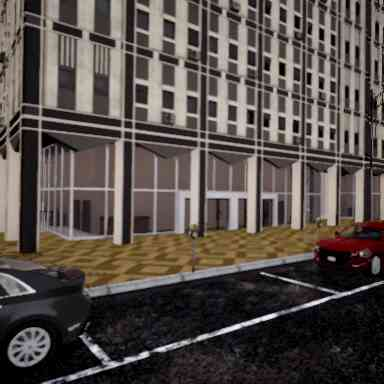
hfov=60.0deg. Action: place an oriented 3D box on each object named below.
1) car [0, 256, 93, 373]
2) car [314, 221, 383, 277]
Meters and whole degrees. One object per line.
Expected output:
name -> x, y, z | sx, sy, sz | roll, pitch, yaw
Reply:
car -> -3.492, 1.545, 4.062 | 4.403, 1.369, 2.008 | 1, 0, -36
car -> 5.770, 1.660, 10.671 | 4.507, 1.381, 1.887 | 1, 0, -36
